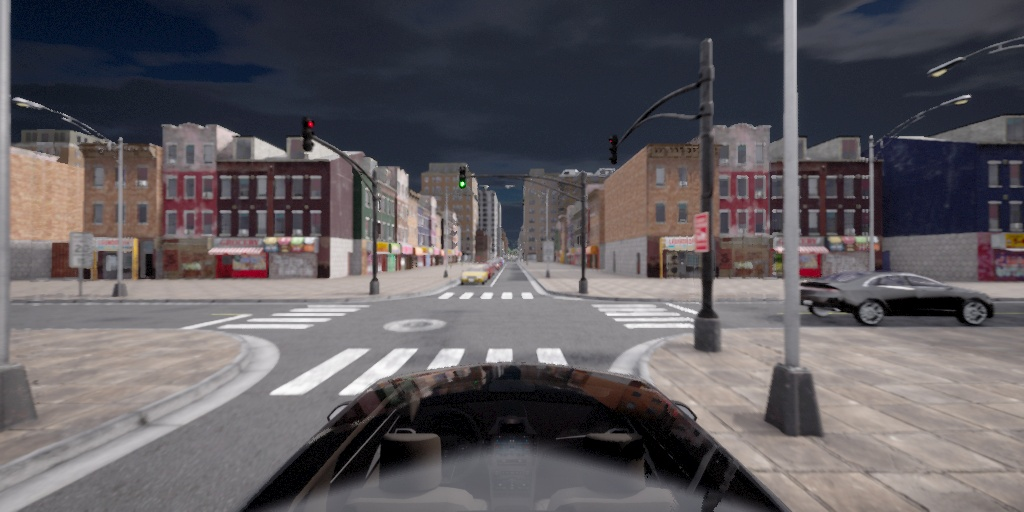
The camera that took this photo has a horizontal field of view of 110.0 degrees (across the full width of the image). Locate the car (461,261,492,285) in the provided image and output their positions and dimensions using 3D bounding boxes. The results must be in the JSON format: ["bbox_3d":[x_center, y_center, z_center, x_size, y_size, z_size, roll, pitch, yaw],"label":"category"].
[{"bbox_3d":[-2.636,1.259,25.729,1.751,1.417,4.829,0,0,0],"label":"car"}]

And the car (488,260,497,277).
[{"bbox_3d":[-2.635,1.280,31.503,1.888,1.381,4.507,0,0,0],"label":"car"}]

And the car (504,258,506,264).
[{"bbox_3d":[-2.633,1.075,59.529,2.192,1.841,5.009,0,0,0],"label":"car"}]

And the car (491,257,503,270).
[{"bbox_3d":[-2.634,1.186,48.319,1.967,1.591,4.097,0,0,0],"label":"car"}]

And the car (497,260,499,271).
[{"bbox_3d":[-2.635,1.318,37.108,1.802,1.307,4.207,0,0,0],"label":"car"}]

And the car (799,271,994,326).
[{"bbox_3d":[11.383,1.196,10.861,4.902,1.511,2.128,0,0,0],"label":"car"}]
